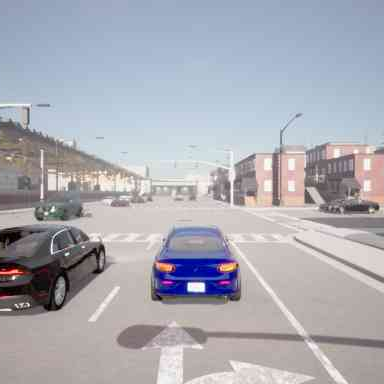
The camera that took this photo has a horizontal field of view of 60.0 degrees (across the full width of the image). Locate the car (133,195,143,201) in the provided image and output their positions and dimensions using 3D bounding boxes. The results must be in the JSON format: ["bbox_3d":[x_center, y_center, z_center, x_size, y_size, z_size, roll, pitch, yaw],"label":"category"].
[{"bbox_3d":[-13.860,1.457,85.506,1.994,1.385,4.181,0,0,0],"label":"car"}]

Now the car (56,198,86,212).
[{"bbox_3d":[-14.034,1.525,38.873,1.812,1.442,4.674,0,0,0],"label":"car"}]

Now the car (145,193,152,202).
[{"bbox_3d":[-10.375,1.225,76.206,2.150,2.045,5.566,0,0,0],"label":"car"}]

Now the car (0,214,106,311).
[{"bbox_3d":[-3.416,1.505,7.761,1.837,1.490,4.892,0,0,0],"label":"car"}]

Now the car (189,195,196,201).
[{"bbox_3d":[0.134,1.500,81.583,1.837,1.490,4.892,0,0,0],"label":"car"}]

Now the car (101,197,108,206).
[{"bbox_3d":[-13.988,1.525,56.619,1.812,1.442,4.674,0,0,0],"label":"car"}]

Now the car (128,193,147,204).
[{"bbox_3d":[-10.442,1.477,63.765,1.882,1.535,5.008,0,0,1],"label":"car"}]

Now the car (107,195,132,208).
[{"bbox_3d":[-10.516,1.564,48.636,1.994,1.385,4.181,0,0,0],"label":"car"}]

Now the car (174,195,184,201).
[{"bbox_3d":[-3.366,1.595,82.083,1.895,1.301,4.718,0,0,0],"label":"car"}]

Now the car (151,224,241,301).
[{"bbox_3d":[0.091,1.526,8.219,1.812,1.442,4.674,0,0,0],"label":"car"}]

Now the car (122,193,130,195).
[{"bbox_3d":[-13.884,1.225,70.650,2.150,2.045,5.566,0,0,0],"label":"car"}]

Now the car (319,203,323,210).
[{"bbox_3d":[17.082,1.505,38.028,4.892,1.490,1.837,0,0,0],"label":"car"}]

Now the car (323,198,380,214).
[{"bbox_3d":[16.779,1.491,34.521,4.902,1.511,2.128,0,0,0],"label":"car"}]

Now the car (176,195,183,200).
[{"bbox_3d":[-3.349,1.524,92.129,1.812,1.442,4.674,0,0,0],"label":"car"}]

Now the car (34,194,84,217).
[{"bbox_3d":[-10.557,1.221,26.871,2.150,2.045,5.566,0,0,0],"label":"car"}]
